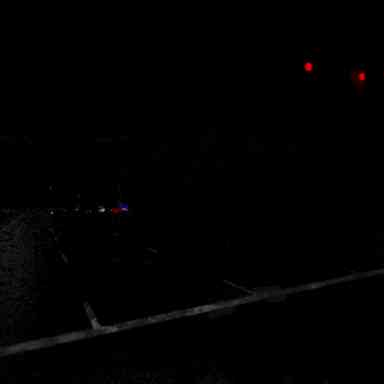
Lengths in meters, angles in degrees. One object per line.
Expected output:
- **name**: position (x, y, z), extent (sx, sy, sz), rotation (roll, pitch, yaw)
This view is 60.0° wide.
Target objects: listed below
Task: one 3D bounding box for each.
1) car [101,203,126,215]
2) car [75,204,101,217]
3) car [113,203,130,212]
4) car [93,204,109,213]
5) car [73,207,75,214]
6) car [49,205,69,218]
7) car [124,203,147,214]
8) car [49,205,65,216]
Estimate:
- **car**: position (-11.308, 2.601, 47.633), extent (1.895, 1.301, 4.718), rotation (-2, -1, -25)
- **car**: position (-14.393, 2.633, 45.966), extent (2.033, 1.411, 5.357), rotation (-2, -1, -25)
- **car**: position (-12.420, 2.701, 58.400), extent (1.812, 1.442, 4.674), rotation (-2, -1, -25)
- **car**: position (-15.597, 2.771, 56.933), extent (1.837, 1.490, 4.892), rotation (-2, -1, -25)
- **car**: position (-18.773, 2.905, 55.466), extent (2.033, 1.411, 5.357), rotation (-2, -1, -25)
- **car**: position (-17.602, 2.670, 44.567), extent (2.128, 1.511, 4.902), rotation (-2, -1, -25)
- **car**: position (-8.123, 2.400, 49.076), extent (2.128, 1.511, 4.902), rotation (-2, -1, -25)
- **car**: position (-21.951, 2.940, 54.001), extent (2.128, 1.511, 4.902), rotation (-2, -1, -25)
